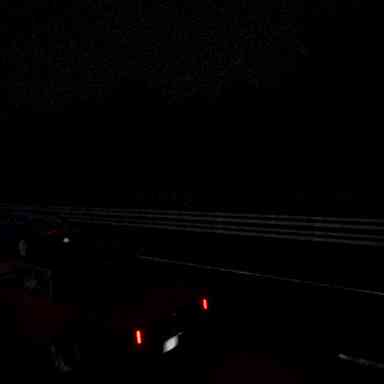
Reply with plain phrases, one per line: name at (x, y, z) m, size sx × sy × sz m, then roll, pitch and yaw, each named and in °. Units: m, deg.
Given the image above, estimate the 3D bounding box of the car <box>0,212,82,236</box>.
car at (-6.312, 1.497, 12.792) m, size 5.008 × 1.535 × 1.882 m, roll 0°, pitch 0°, yaw 36°

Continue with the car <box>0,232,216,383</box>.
car at (-2.066, 1.608, 5.452) m, size 4.718 × 1.301 × 1.895 m, roll 0°, pitch 0°, yaw 36°
